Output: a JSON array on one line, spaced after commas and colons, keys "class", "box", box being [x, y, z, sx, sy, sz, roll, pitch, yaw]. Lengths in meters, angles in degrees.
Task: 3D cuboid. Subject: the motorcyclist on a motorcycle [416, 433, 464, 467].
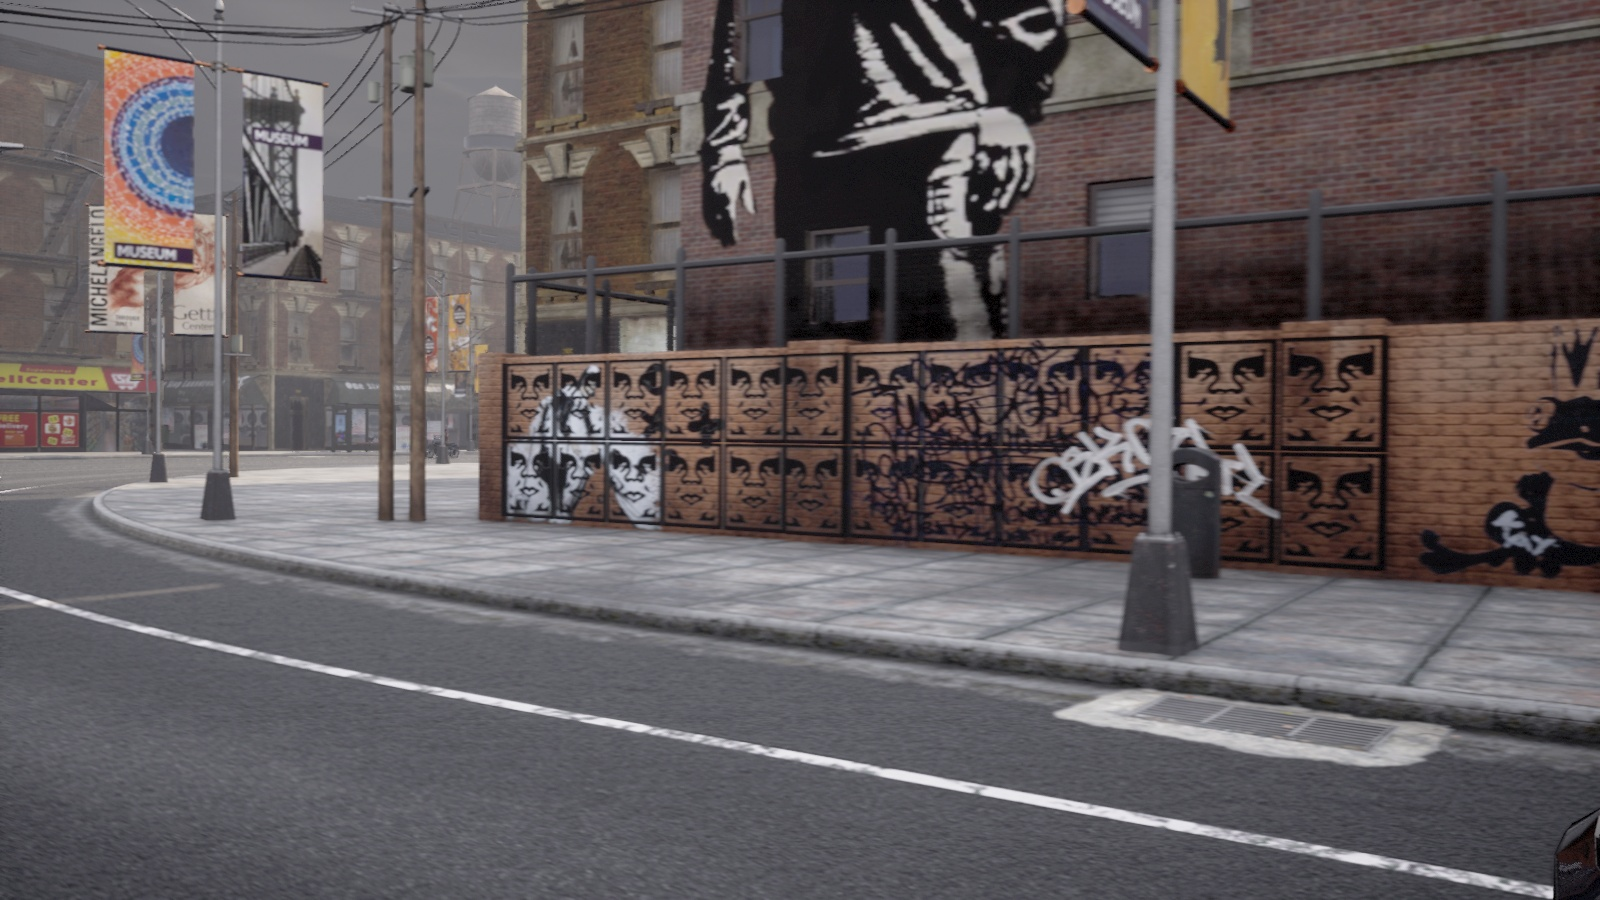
[{"class": "motorcyclist on a motorcycle", "box": [-18.293, -0.023, 63.844, 0.766, 1.649, 2.350, 0, 1, 34]}]

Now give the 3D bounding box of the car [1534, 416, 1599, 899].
[{"class": "car", "box": [3.558, 0.682, 1.225, 4.792, 1.488, 2.163, 0, 1, 34]}]
